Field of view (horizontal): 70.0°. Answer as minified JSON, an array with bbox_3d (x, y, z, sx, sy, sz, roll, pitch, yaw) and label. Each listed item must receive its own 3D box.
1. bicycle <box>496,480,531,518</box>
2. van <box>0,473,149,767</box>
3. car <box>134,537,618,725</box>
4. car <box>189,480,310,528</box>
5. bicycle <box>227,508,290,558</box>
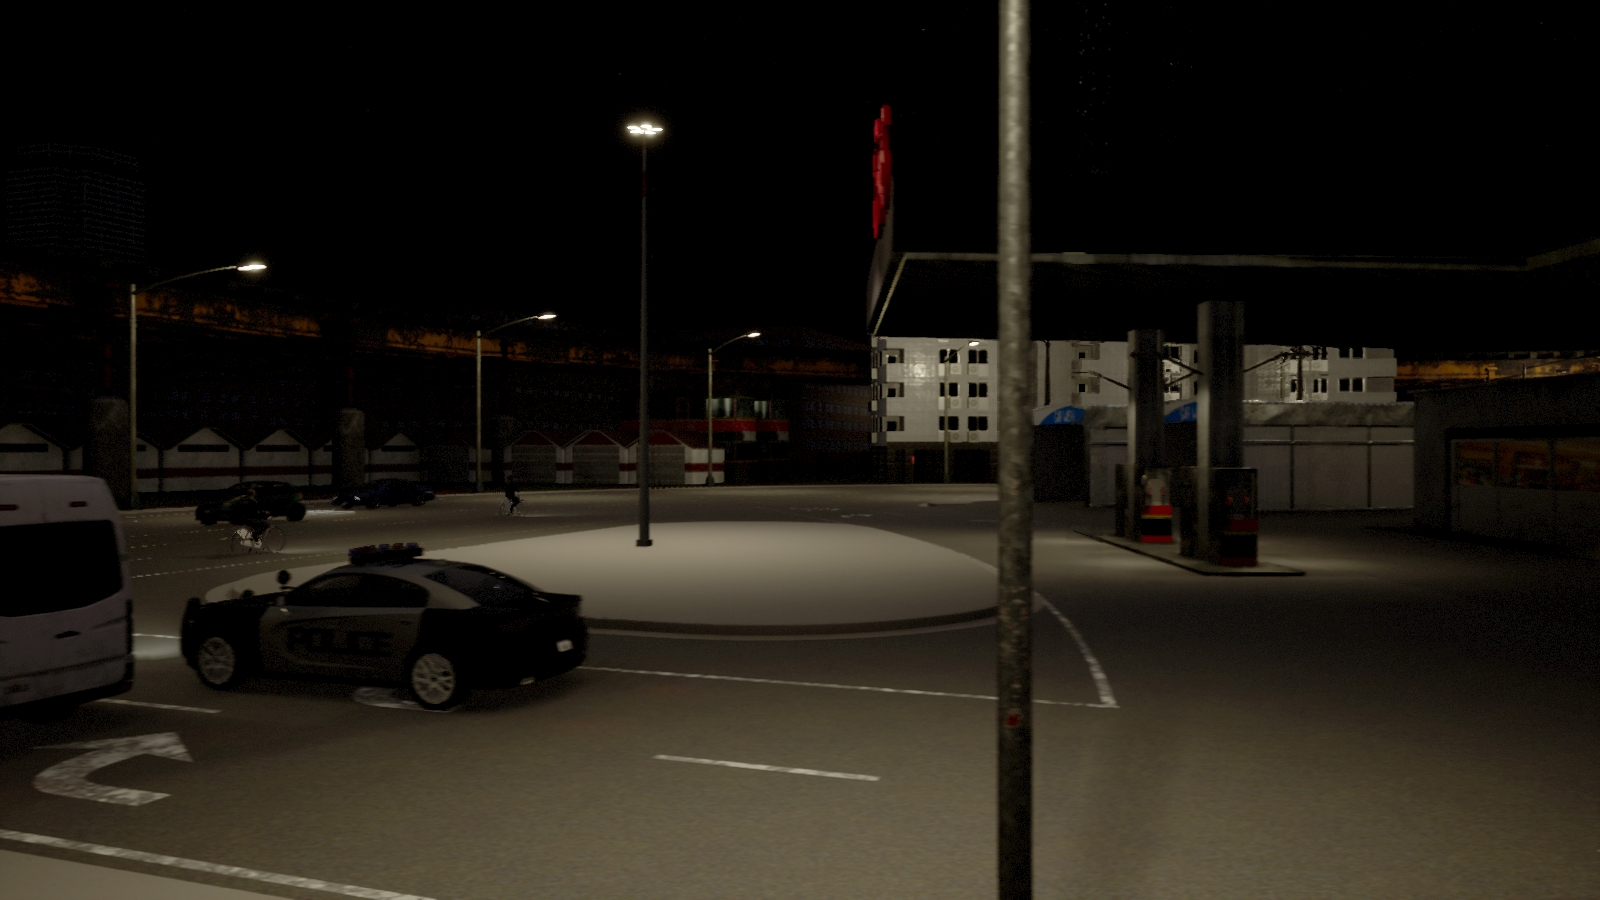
[{"bbox_3d":[-11.937,2.047,47.699,0.329,1.496,1.835,2,1,24],"label":"bicycle"},{"bbox_3d":[-9.691,1.533,11.597,5.915,2.561,1.988,0,0,20],"label":"van"},{"bbox_3d":[-4.986,1.982,13.488,5.238,1.638,2.097,0,0,20],"label":"car"},{"bbox_3d":[-20.882,1.999,43.504,1.851,1.617,3.988,0,0,21],"label":"car"},{"bbox_3d":[-14.456,2.197,30.556,0.329,1.196,1.835,0,0,20],"label":"bicycle"}]
